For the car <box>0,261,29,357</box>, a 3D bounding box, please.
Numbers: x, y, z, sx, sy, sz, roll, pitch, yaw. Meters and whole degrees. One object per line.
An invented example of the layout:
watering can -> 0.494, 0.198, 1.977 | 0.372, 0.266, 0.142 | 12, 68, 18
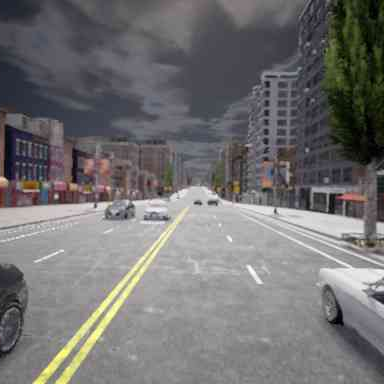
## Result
car -> -3.351, 1.438, 3.200 | 1.812, 1.442, 4.674 | 1, 0, 1

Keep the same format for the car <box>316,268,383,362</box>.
car -> 3.267, 1.676, 4.263 | 1.895, 1.301, 4.718 | 1, 0, 1

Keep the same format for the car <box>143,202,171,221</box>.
car -> -2.800, 1.525, 27.488 | 1.812, 1.442, 4.674 | 1, 0, 2

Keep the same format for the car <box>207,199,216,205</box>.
car -> 4.751, 2.352, 81.629 | 1.994, 1.385, 4.181 | 1, -1, 1

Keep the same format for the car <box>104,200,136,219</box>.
car -> -6.022, 1.416, 28.353 | 2.128, 1.511, 4.902 | 1, 0, 1

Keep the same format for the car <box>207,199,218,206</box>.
car -> 4.553, 2.177, 71.199 | 1.837, 1.490, 4.892 | 1, -1, 1

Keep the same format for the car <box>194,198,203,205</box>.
car -> 1.311, 2.203, 71.712 | 1.895, 1.301, 4.718 | 1, -1, 1

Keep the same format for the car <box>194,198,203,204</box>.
car -> 1.503, 2.244, 81.693 | 2.128, 1.511, 4.902 | 1, -1, 1
